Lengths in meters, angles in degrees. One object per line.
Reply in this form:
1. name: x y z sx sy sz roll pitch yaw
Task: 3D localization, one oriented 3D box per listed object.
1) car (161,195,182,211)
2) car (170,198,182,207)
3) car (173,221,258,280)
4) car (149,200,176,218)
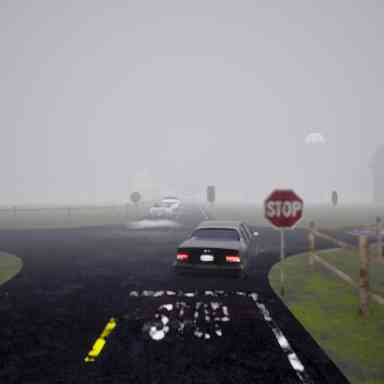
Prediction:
1. car: -2.844 1.435 44.822 2.150 2.045 5.566 0 -1 0
2. car: -2.794 1.827 58.293 1.812 1.442 4.674 0 0 1
3. car: 0.945 1.583 10.133 2.033 1.411 5.357 0 0 14
4. car: -2.883 1.739 31.835 1.895 1.301 4.718 0 0 1
